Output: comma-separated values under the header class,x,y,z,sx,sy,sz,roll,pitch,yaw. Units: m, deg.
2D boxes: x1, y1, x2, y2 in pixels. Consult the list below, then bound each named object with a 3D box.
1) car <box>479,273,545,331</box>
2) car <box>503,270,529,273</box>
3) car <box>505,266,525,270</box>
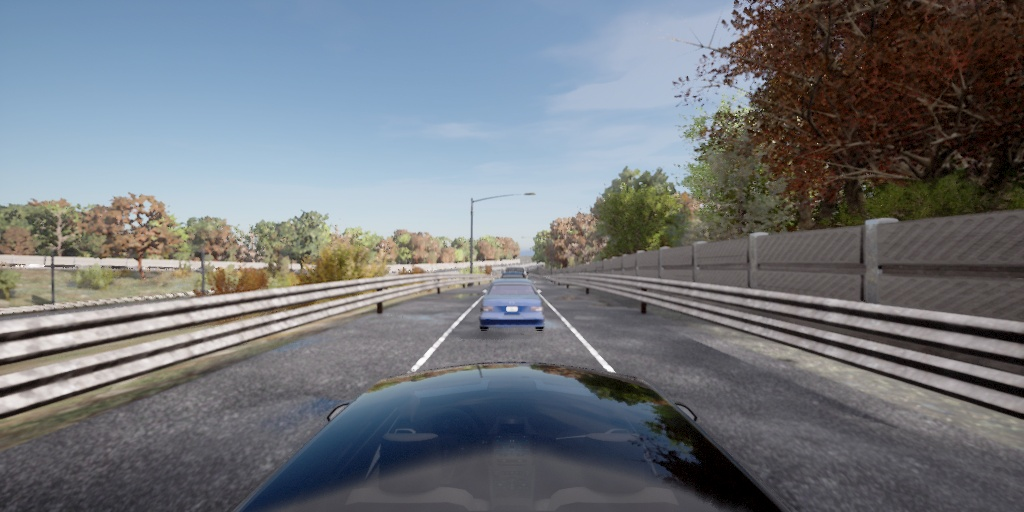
class,x,y,z,sx,sy,sz,roll,pitch,yaw
car,0.000,1.435,11.506,2.033,1.411,5.357,0,-1,0
car,0.072,1.726,21.747,1.837,1.490,4.892,0,-2,1
car,0.322,1.961,31.988,2.150,2.045,5.566,0,-3,2
